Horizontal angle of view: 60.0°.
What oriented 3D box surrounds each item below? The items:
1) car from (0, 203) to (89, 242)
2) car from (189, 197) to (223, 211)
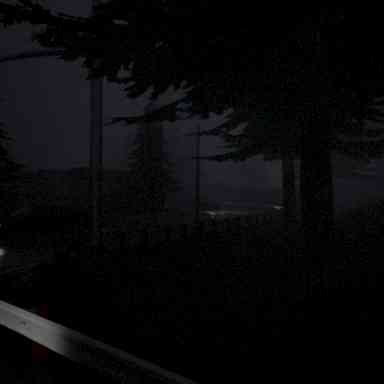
[{"bbox_3d":[-7.301,1.337,15.836,1.882,1.535,5.008,1,0,36],"label":"car"},{"bbox_3d":[1.525,1.293,38.171,1.882,1.535,5.008,1,0,-33],"label":"car"}]
